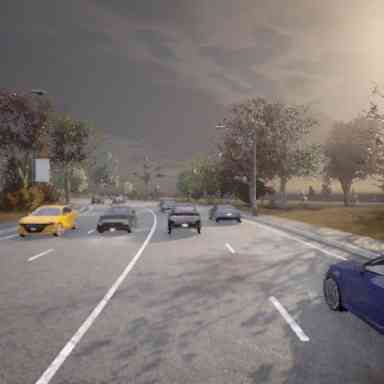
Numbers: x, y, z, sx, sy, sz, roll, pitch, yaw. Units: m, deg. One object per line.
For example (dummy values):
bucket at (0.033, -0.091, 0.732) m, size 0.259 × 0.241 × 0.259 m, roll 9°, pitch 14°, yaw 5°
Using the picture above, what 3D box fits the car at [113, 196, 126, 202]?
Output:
car at (-13.077, 1.523, 59.479) m, size 1.812 × 1.442 × 4.674 m, roll 0°, pitch 0°, yaw -21°

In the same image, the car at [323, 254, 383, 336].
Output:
car at (3.548, 1.525, 4.730) m, size 1.812 × 1.442 × 4.674 m, roll 0°, pitch 0°, yaw -1°

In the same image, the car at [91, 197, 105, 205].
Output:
car at (-16.766, 1.552, 59.183) m, size 1.994 × 1.385 × 4.181 m, roll 0°, pitch 0°, yaw -22°

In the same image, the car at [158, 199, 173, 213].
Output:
car at (-2.817, 1.553, 37.918) m, size 2.033 × 1.411 × 5.357 m, roll 0°, pitch 0°, yaw -11°

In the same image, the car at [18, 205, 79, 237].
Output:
car at (-7.653, 1.480, 18.180) m, size 1.882 × 1.535 × 5.008 m, roll 0°, pitch 0°, yaw -4°

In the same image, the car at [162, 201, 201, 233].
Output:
car at (-0.517, 1.494, 19.534) m, size 2.128 × 1.511 × 4.902 m, roll 0°, pitch 0°, yaw -4°

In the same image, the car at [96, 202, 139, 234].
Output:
car at (-4.214, 1.550, 19.579) m, size 2.033 × 1.411 × 5.357 m, roll 0°, pitch 0°, yaw -4°

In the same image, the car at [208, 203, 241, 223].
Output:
car at (2.454, 1.568, 25.775) m, size 1.994 × 1.385 × 4.181 m, roll 0°, pitch 0°, yaw -6°
